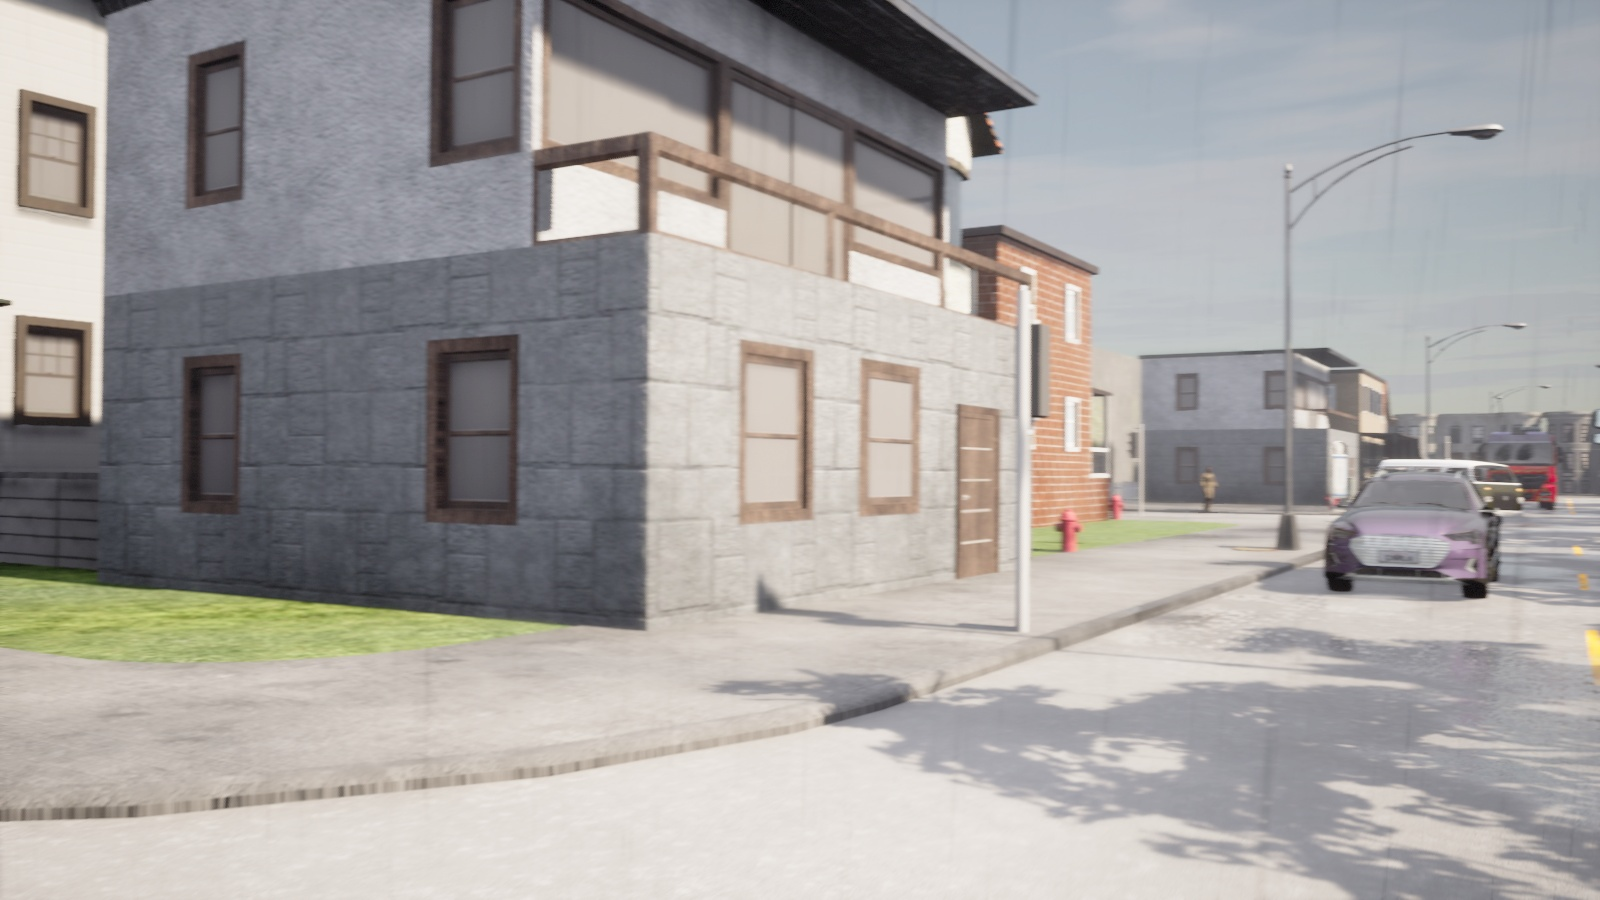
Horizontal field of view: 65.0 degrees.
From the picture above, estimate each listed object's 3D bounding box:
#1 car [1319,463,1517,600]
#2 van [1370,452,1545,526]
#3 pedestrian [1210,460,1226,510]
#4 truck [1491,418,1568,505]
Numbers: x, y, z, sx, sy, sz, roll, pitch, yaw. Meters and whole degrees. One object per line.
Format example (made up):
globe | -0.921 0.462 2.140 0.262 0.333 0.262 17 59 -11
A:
car | 8.844 1.027 17.725 2.033 1.649 4.856 -1 -1 32
van | 19.646 1.137 37.747 2.069 2.038 4.480 2 -1 -18
pedestrian | 16.242 1.361 48.838 0.396 1.930 0.692 0 -1 2
truck | 34.693 0.595 59.551 2.891 3.827 8.468 -1 -1 32
